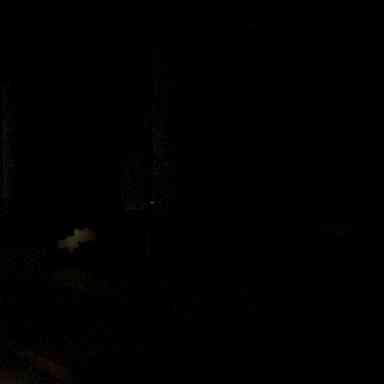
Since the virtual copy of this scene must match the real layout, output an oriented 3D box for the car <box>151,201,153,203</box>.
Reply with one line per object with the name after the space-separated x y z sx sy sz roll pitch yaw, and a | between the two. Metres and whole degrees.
-4.812 1.907 55.001 2.128 1.511 4.902 -1 -1 35 | car
